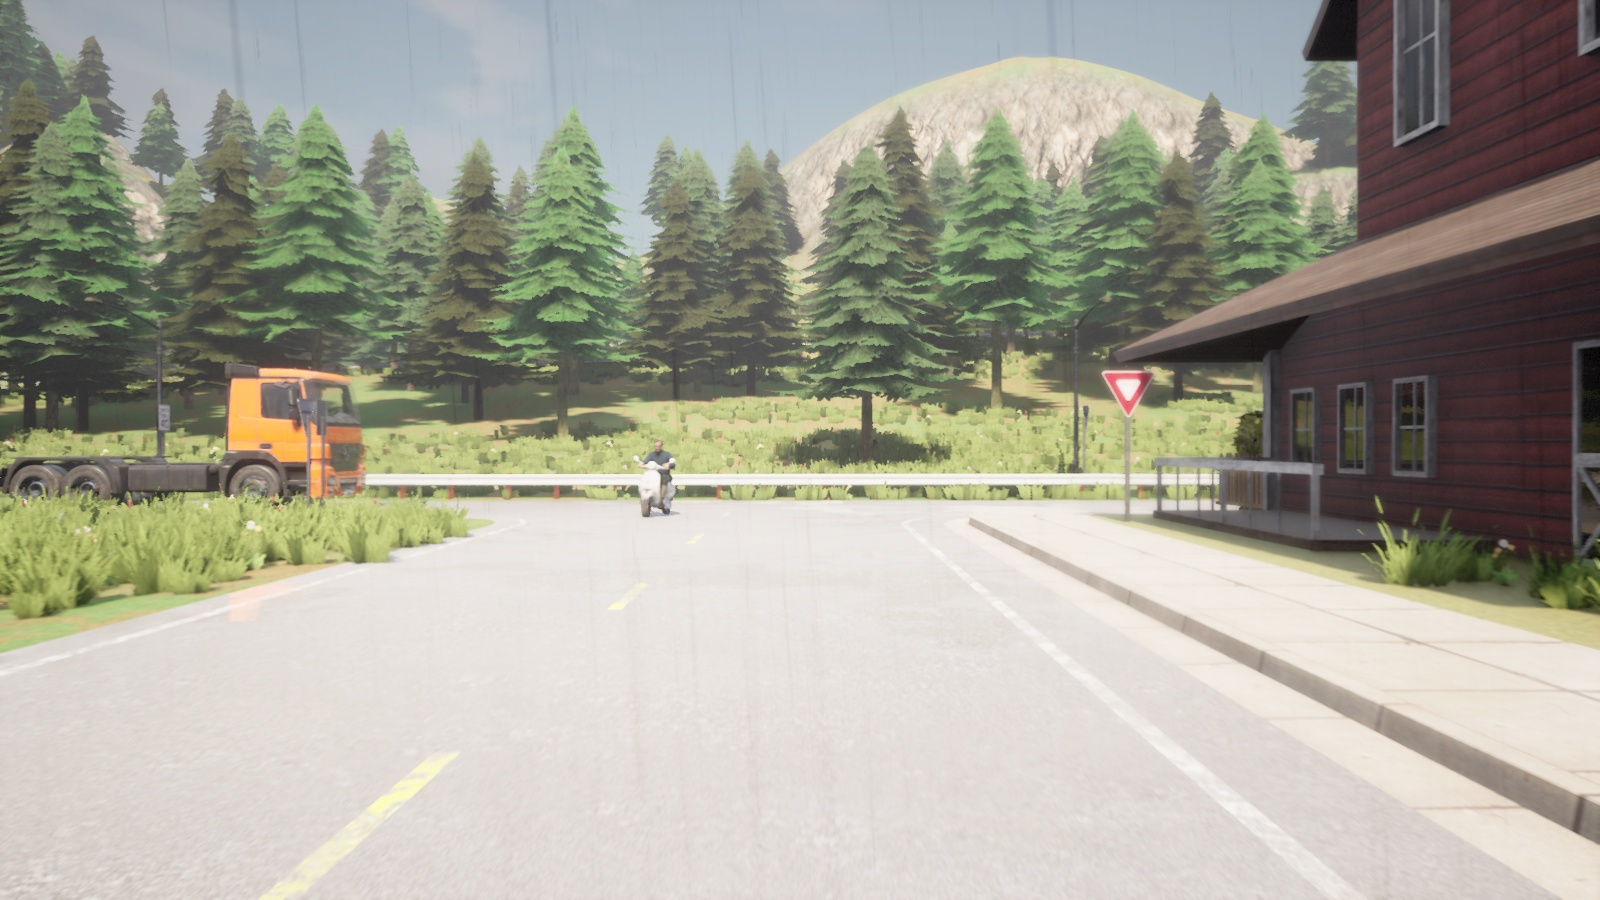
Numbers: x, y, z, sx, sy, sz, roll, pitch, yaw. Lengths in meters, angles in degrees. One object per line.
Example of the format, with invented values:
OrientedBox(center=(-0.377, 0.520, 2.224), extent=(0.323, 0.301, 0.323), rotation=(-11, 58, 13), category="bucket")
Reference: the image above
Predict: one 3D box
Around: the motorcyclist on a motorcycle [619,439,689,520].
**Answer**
OrientedBox(center=(-2.976, 0.581, 25.791), extent=(0.866, 1.590, 1.817), rotation=(1, 0, 11), category="motorcyclist on a motorcycle")

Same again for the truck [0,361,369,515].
OrientedBox(center=(-14.652, -0.274, 29.670), extent=(7.936, 3.462, 2.891), rotation=(0, 0, 0), category="truck")
